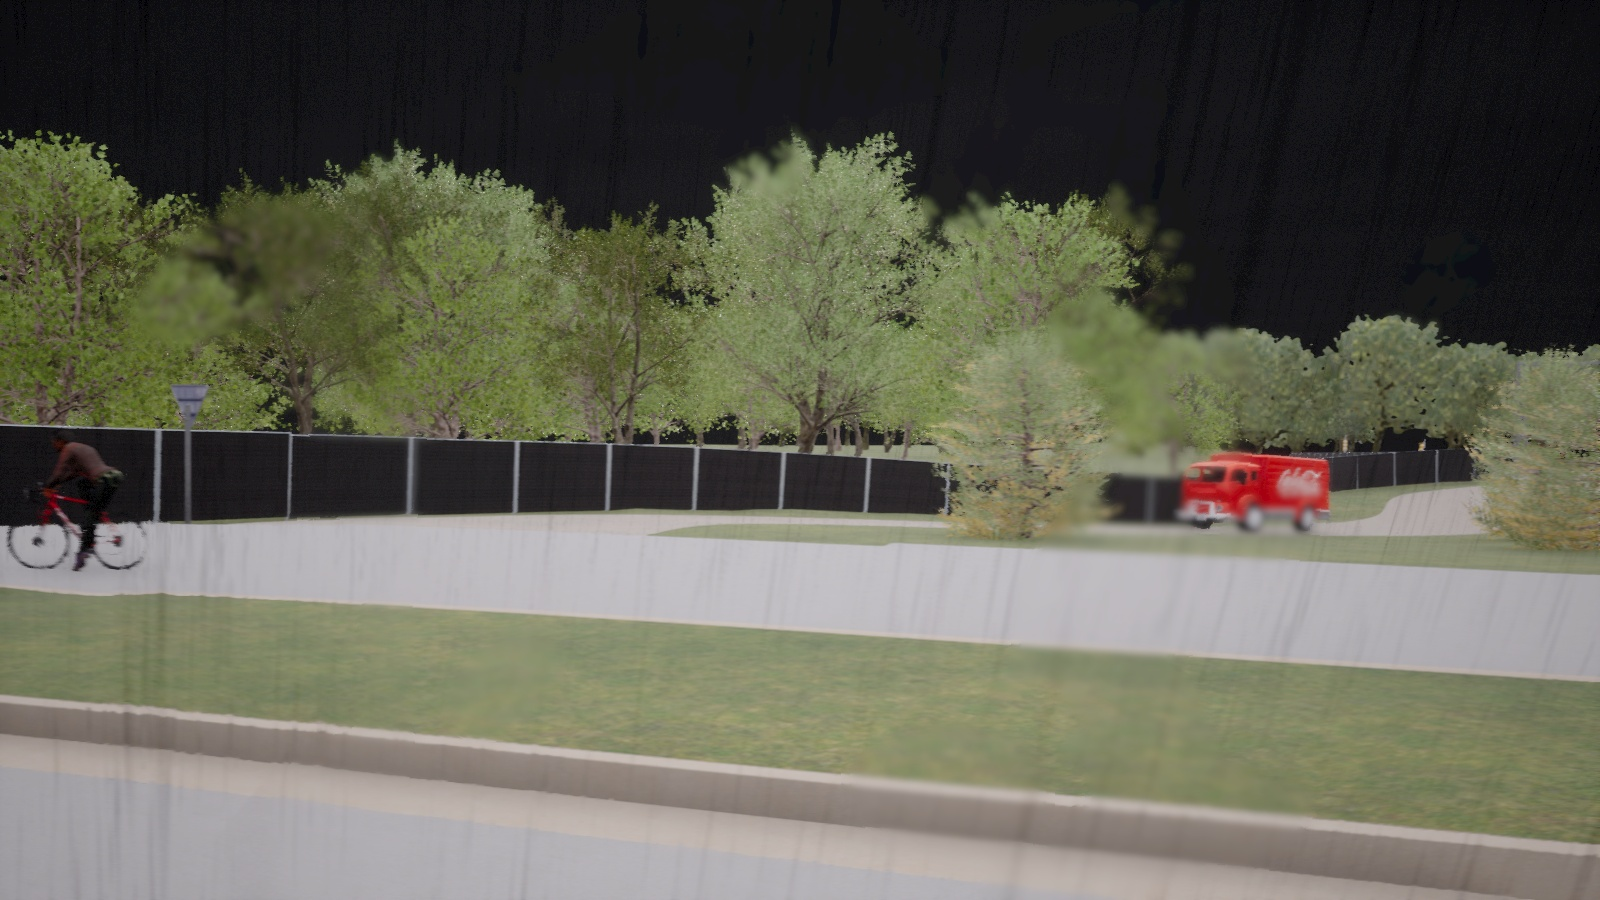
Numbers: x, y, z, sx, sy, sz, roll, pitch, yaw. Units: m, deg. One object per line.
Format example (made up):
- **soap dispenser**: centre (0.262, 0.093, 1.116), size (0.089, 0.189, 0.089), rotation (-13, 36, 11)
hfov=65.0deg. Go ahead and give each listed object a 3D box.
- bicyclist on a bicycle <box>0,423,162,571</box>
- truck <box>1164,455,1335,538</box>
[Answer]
- **bicyclist on a bicycle**: centre (-8.248, 0.519, 14.283), size (1.656, 1.620, 0.582), rotation (0, 4, 4)
- **truck**: centre (14.529, 1.509, 40.471), size (5.204, 2.467, 2.627), rotation (3, -2, -36)
